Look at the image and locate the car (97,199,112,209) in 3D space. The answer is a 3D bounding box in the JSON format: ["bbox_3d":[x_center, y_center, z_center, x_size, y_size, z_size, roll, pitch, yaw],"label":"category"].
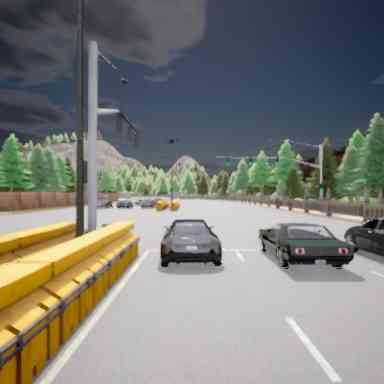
[{"bbox_3d":[-14.025,1.902,53.341,2.128,1.511,4.902,0,0,0],"label":"car"}]

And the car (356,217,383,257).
[{"bbox_3d":[7.097,1.597,11.580,1.837,1.490,4.892,0,0,0],"label":"car"}]

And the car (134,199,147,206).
[{"bbox_3d":[-10.456,2.120,68.112,1.895,1.301,4.718,0,0,0],"label":"car"}]

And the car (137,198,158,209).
[{"bbox_3d":[-7.031,1.911,52.596,1.837,1.490,4.892,0,-1,0],"label":"car"}]

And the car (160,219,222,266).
[{"bbox_3d":[-0.098,1.658,11.972,1.994,1.385,4.181,0,0,-3],"label":"car"}]

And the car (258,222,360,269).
[{"bbox_3d":[3.597,1.690,11.493,1.895,1.301,4.718,0,0,0],"label":"car"}]

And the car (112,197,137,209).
[{"bbox_3d":[-10.528,1.952,52.487,2.033,1.411,5.357,0,0,0],"label":"car"}]

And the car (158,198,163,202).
[{"bbox_3d":[-6.958,2.024,67.971,1.837,1.490,4.892,0,0,0],"label":"car"}]
